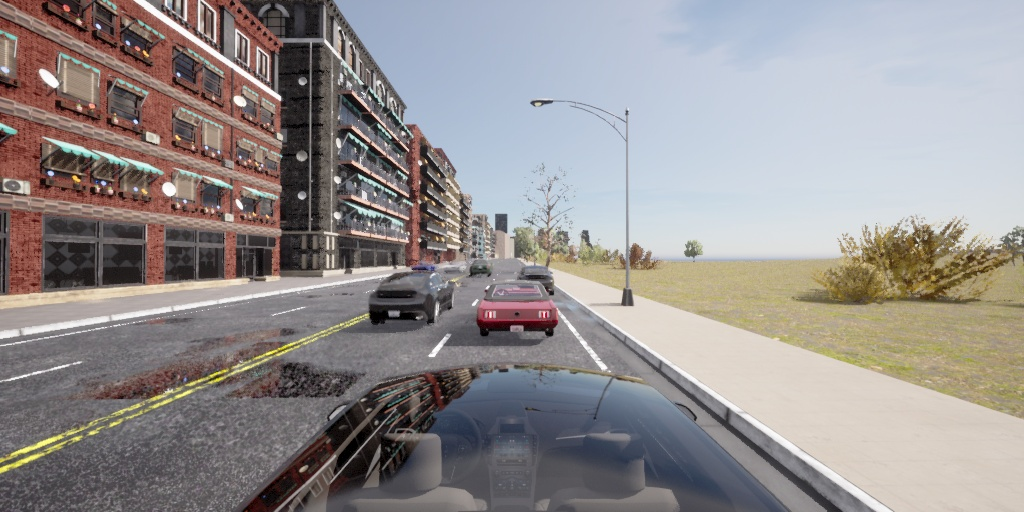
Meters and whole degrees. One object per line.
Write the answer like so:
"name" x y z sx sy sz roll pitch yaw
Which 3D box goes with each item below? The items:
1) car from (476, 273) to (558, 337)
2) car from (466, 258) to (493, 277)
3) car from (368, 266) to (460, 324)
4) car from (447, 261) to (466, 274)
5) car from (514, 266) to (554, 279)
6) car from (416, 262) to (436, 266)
"car" 0.131 1.352 10.305 1.895 1.301 4.718 0 0 0
"car" -3.019 1.103 36.196 2.097 1.767 4.553 0 0 0
"car" -3.113 1.258 11.898 1.837 1.490 4.892 0 0 0
"car" -6.452 1.352 40.823 1.895 1.301 4.718 0 0 0
"car" 1.204 1.257 19.505 1.837 1.490 4.892 0 0 0
"car" -9.705 1.352 40.016 1.895 1.301 4.718 0 0 0
